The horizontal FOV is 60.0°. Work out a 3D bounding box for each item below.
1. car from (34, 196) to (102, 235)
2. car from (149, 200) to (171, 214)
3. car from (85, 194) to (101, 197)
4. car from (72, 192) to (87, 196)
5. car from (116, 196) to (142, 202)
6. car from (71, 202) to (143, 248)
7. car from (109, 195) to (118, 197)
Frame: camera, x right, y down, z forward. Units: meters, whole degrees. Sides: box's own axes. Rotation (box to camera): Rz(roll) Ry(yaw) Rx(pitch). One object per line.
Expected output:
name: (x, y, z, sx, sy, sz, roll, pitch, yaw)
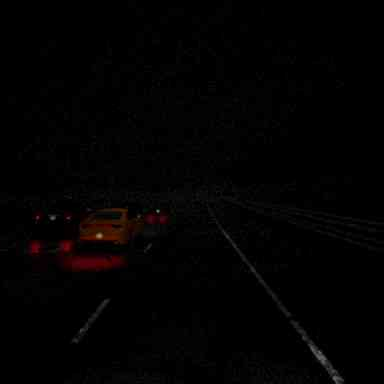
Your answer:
car: (-6.866, 1.308, 18.569, 2.097, 1.767, 4.553, 0, 0, 0)
car: (-3.167, 1.514, 33.883, 1.895, 1.301, 4.718, 0, 0, 1)
car: (-19.630, 1.460, 68.009, 1.895, 1.301, 4.718, 0, 0, 3)
car: (-23.125, 1.096, 68.199, 2.150, 2.045, 5.566, 0, 0, 3)
car: (-6.610, 1.382, 36.503, 1.882, 1.535, 5.008, 0, 0, 1)
car: (-3.391, 1.444, 14.681, 1.882, 1.535, 5.008, 0, 0, 0)
car: (-16.114, 1.395, 68.268, 2.128, 1.511, 4.902, 0, 0, 3)
